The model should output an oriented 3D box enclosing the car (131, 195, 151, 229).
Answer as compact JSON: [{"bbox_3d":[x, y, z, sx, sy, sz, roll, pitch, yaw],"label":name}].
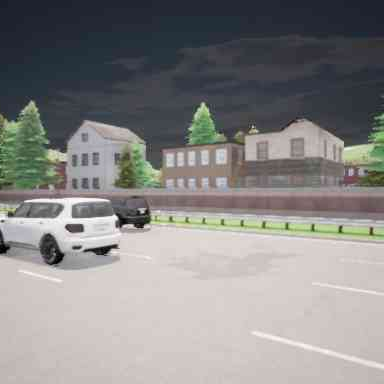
[{"bbox_3d":[-5.009,1.224,20.462,5.566,2.045,2.150,0,0,36],"label":"car"}]

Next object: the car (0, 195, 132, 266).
[{"bbox_3d":[-4.975,1.223,11.839,5.566,2.045,2.150,0,0,36],"label":"car"}]

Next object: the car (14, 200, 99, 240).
[{"bbox_3d":[-7.317,1.354,17.809,4.553,1.767,2.097,0,0,36],"label":"car"}]
